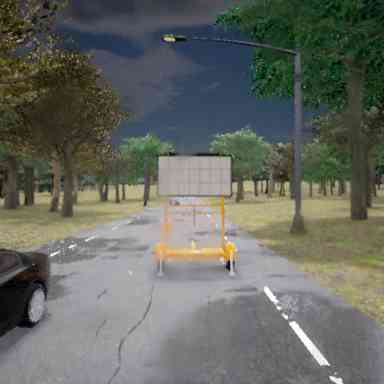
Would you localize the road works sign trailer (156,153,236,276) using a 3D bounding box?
[{"bbox_3d":[0.079,0.554,10.722,2.380,3.560,2.880,0,-1,-2],"label":"road works sign trailer"}]

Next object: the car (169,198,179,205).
[{"bbox_3d":[-3.427,1.987,63.412,2.128,1.511,4.902,0,0,0],"label":"car"}]

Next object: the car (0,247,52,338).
[{"bbox_3d":[-3.595,1.508,4.281,1.882,1.535,5.008,0,0,0],"label":"car"}]
